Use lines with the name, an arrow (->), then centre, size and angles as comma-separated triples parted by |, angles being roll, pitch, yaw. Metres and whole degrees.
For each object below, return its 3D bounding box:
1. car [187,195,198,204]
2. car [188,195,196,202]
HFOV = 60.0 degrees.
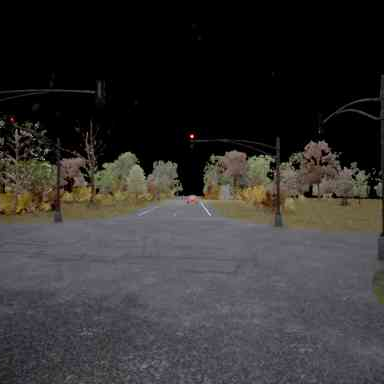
car -> 0.094, 1.424, 67.921 | 2.097, 1.767, 4.553 | 0, 0, 0
car -> 0.107, 1.450, 77.956 | 1.812, 1.442, 4.674 | 0, 0, 0
